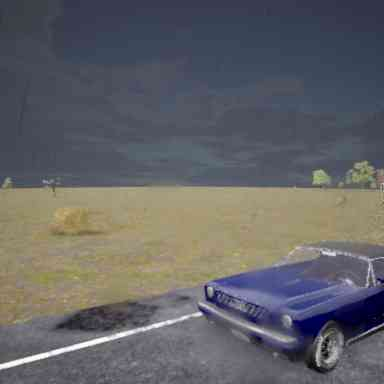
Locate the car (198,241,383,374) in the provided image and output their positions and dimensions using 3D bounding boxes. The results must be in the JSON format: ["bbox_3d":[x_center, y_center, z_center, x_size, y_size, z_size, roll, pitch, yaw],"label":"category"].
[{"bbox_3d":[2.438,1.602,5.735,4.718,1.301,1.895,0,0,-36],"label":"car"}]
